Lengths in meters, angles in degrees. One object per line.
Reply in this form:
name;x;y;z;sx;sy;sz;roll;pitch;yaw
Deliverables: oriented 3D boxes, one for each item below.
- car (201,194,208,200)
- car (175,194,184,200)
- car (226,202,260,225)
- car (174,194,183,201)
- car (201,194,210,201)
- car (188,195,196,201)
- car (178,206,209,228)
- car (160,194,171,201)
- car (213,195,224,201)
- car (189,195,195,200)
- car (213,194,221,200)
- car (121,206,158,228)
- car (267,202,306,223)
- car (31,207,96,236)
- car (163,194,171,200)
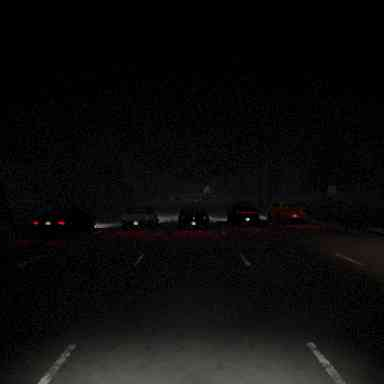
car;3.505;1.340;93.654;1.837;1.490;4.892;0;0;0
car;-3.495;1.365;93.655;2.128;1.511;4.902;0;0;0
car;3.599;1.507;23.927;1.837;1.490;4.892;0;0;0
car;-3.496;1.596;84.514;1.895;1.301;4.718;0;0;0
car;3.504;1.596;84.514;1.895;1.301;4.718;0;0;0
car;0.004;1.526;84.901;1.812;1.442;4.674;0;0;0
car;0.101;1.603;22.364;1.895;1.301;4.718;0;0;0
car;-6.996;1.357;85.255;2.097;1.767;4.553;0;0;0
car;7.004;1.540;84.484;2.033;1.411;5.357;0;0;0
car;0.005;1.435;93.684;1.895;1.301;4.718;0;0;0
car;7.005;1.392;93.654;1.994;1.385;4.181;0;0;0
car;-3.399;1.603;22.364;1.895;1.301;4.718;0;0;0
car;7.102;1.479;25.441;1.882;1.535;5.008;0;0;0
car;-6.899;1.549;18.448;2.033;1.411;5.357;0;0;0
car;-6.995;1.393;93.655;1.994;1.385;4.181;0;0;0
